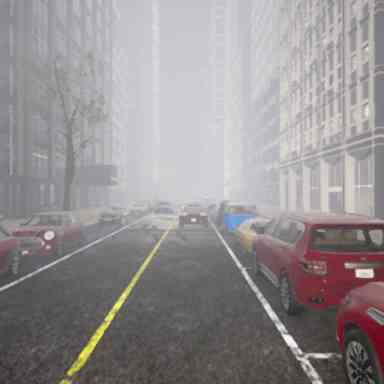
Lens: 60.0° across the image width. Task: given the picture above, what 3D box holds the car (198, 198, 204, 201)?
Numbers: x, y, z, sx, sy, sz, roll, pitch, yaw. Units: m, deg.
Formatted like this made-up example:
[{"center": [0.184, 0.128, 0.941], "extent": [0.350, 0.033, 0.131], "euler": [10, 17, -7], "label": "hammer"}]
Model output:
[{"center": [0.110, 1.830, 41.742], "extent": [1.994, 1.385, 4.181], "euler": [0, 0, 0], "label": "car"}]

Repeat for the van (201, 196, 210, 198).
[{"center": [2.701, 1.669, 53.162], "extent": [1.690, 1.788, 3.998], "euler": [0, 0, 0], "label": "van"}]

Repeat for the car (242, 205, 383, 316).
[{"center": [2.688, 1.368, 7.574], "extent": [2.192, 1.841, 5.009], "euler": [0, 0, 0], "label": "car"}]

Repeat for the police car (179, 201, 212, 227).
[{"center": [0.105, 1.663, 24.037], "extent": [2.038, 1.542, 4.974], "euler": [0, 0, 0], "label": "police car"}]

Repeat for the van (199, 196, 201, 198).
[{"center": [2.707, 1.782, 75.954], "extent": [1.690, 1.788, 3.998], "euler": [0, 0, 0], "label": "van"}]

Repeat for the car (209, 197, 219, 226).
[{"center": [2.693, 1.479, 24.669], "extent": [2.192, 1.841, 5.009], "euler": [0, 0, 0], "label": "car"}]

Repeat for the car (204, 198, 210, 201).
[{"center": [2.698, 1.817, 41.765], "extent": [2.008, 1.369, 4.403], "euler": [0, 0, 0], "label": "car"}]

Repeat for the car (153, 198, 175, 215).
[{"center": [-3.086, 1.717, 37.118], "extent": [1.882, 1.535, 5.008], "euler": [0, 0, 0], "label": "car"}]

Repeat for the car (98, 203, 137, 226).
[{"center": [-5.688, 1.714, 24.672], "extent": [2.008, 1.369, 4.403], "euler": [0, 0, 0], "label": "car"}]

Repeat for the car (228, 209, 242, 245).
[{"center": [2.690, 1.617, 13.441], "extent": [1.752, 1.417, 4.829], "euler": [0, 0, 0], "label": "car"}]

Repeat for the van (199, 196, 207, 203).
[{"center": [2.709, 1.809, 81.654], "extent": [1.690, 1.788, 3.998], "euler": [0, 0, 0], "label": "van"}]

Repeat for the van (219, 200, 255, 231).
[{"center": [2.691, 1.469, 18.970], "extent": [1.690, 1.788, 3.998], "euler": [0, 0, 0], "label": "van"}]

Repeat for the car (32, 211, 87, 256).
[{"center": [-5.691, 1.530, 13.276], "extent": [1.967, 1.590, 4.097], "euler": [0, 0, 0], "label": "car"}]

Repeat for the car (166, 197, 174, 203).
[{"center": [-5.670, 2.076, 87.354], "extent": [1.802, 1.307, 4.206], "euler": [0, 0, 0], "label": "car"}]

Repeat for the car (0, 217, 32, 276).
[{"center": [-5.692, 1.492, 7.577], "extent": [1.967, 1.590, 4.097], "euler": [0, 0, 0], "label": "car"}]

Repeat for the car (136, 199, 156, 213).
[{"center": [-5.683, 1.706, 41.769], "extent": [1.967, 1.590, 4.097], "euler": [0, 0, 0], "label": "car"}]

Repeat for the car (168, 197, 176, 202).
[{"center": [-5.669, 2.069, 93.052], "extent": [2.008, 1.369, 4.403], "euler": [0, 0, 0], "label": "car"}]

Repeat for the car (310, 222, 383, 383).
[{"center": [2.687, 1.329, 1.875], "extent": [2.192, 1.841, 5.009], "euler": [0, 0, 0], "label": "car"}]

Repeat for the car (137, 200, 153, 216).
[{"center": [-5.684, 1.757, 35.898], "extent": [1.752, 1.417, 4.829], "euler": [0, 0, 0], "label": "car"}]
